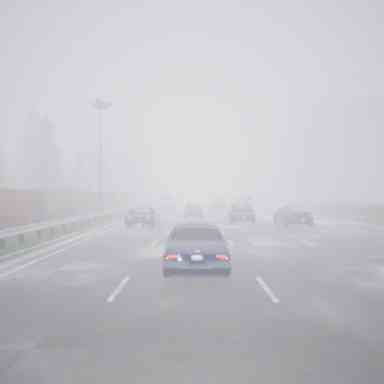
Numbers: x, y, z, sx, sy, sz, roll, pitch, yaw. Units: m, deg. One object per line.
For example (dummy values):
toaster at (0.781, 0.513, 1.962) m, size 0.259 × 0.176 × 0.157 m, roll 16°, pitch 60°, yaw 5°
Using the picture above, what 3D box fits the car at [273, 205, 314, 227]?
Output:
car at (7.151, 1.672, 23.682) m, size 1.812 × 1.442 × 4.674 m, roll 0°, pitch 0°, yaw 0°

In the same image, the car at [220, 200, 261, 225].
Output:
car at (3.655, 1.651, 25.766) m, size 2.128 × 1.511 × 4.902 m, roll 0°, pitch 0°, yaw 0°

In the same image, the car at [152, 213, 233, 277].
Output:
car at (0.122, 1.612, 10.371) m, size 2.033 × 1.411 × 5.357 m, roll 0°, pitch 0°, yaw 0°

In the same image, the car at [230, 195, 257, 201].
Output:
car at (7.103, 1.503, 46.227) m, size 2.150 × 2.045 × 5.566 m, roll 0°, pitch -1°, yaw 0°

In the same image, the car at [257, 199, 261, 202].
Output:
car at (10.473, 1.839, 56.389) m, size 2.128 × 1.511 × 4.902 m, roll 0°, pitch 0°, yaw 0°

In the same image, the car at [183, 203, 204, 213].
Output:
car at (0.148, 1.741, 31.655) m, size 2.033 × 1.411 × 5.357 m, roll 0°, pitch 0°, yaw 0°

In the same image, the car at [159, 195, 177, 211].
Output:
car at (-3.396, 1.503, 46.601) m, size 2.150 × 2.045 × 5.566 m, roll 0°, pitch -1°, yaw 0°

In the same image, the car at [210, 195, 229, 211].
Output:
car at (3.597, 1.638, 46.473) m, size 2.097 × 1.767 × 4.553 m, roll 0°, pitch 0°, yaw 0°

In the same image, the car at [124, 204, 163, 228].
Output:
car at (-3.349, 1.742, 23.279) m, size 1.895 × 1.301 × 4.718 m, roll 0°, pitch 0°, yaw 0°
